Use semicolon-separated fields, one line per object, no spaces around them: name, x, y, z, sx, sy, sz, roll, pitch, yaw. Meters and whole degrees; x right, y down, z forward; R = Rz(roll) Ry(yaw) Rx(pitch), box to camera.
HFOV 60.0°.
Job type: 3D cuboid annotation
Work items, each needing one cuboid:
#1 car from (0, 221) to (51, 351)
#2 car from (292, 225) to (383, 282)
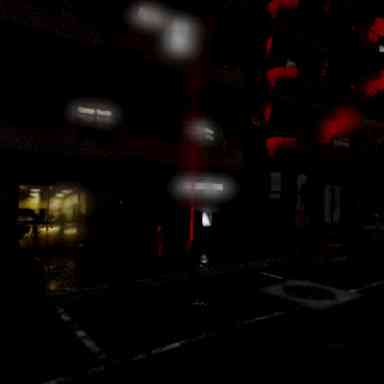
car;-4.188;1.302;3.546;5.009;1.841;2.192;1;1;-36
car;4.831;1.673;10.002;4.206;1.307;1.802;1;1;-36
